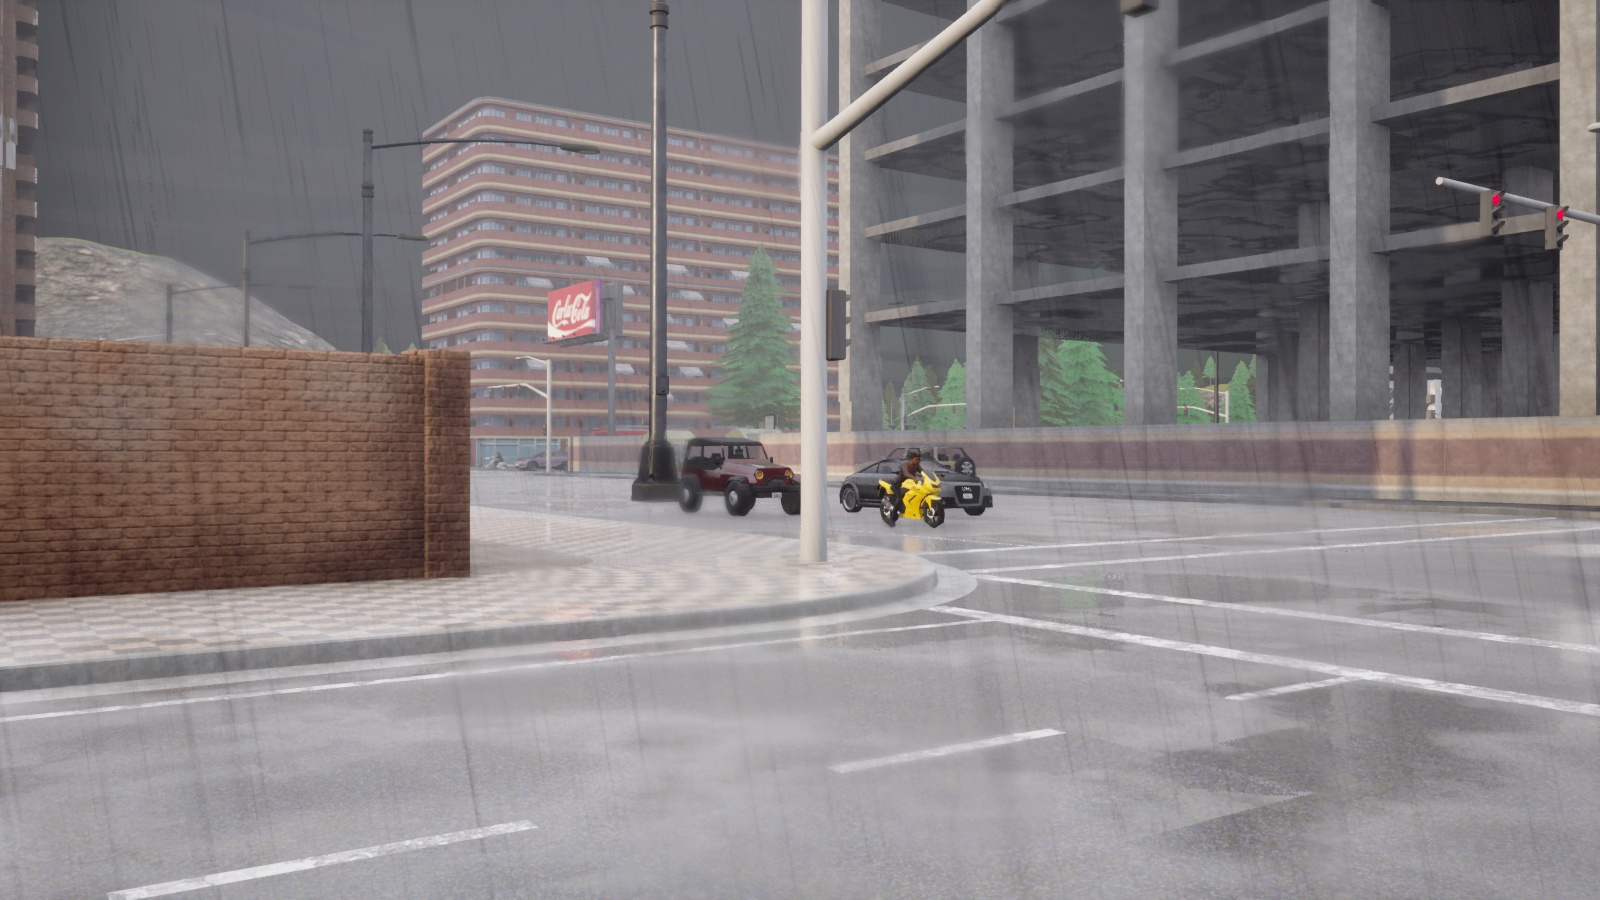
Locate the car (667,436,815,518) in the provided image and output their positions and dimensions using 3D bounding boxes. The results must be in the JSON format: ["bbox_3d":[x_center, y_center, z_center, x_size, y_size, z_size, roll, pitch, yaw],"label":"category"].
[{"bbox_3d":[-1.511,0.619,30.884,1.905,1.878,3.866,0,0,-34],"label":"car"}]

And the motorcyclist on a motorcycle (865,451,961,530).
[{"bbox_3d":[2.260,0.784,25.376,0.797,1.523,2.044,0,0,-35],"label":"motorcyclist on a motorcycle"}]

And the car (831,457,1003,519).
[{"bbox_3d":[2.787,0.878,30.800,1.994,1.385,4.181,0,0,-34],"label":"car"}]

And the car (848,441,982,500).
[{"bbox_3d":[3.750,0.656,41.802,1.932,1.855,4.605,0,0,-34],"label":"car"}]
